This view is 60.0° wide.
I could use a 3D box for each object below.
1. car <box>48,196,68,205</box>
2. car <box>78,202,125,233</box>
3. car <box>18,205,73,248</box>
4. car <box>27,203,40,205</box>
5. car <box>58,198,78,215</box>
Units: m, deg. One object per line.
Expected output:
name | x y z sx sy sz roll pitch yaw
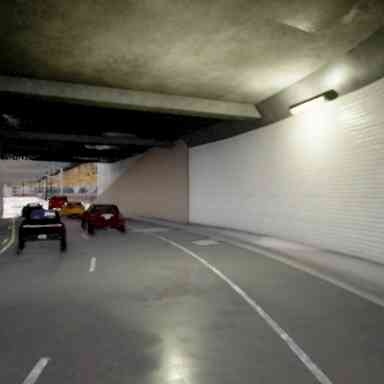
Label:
car | -17.667 1.491 44.149 2.150 2.045 5.566 0 0 -28
car | -5.686 1.472 20.904 2.097 1.767 4.553 0 0 -24
car | -6.943 1.589 15.586 2.128 1.511 4.902 0 0 -23
car | -15.889 1.775 33.358 1.994 1.385 4.181 0 0 -28
car | -11.922 1.676 33.358 1.882 1.535 5.008 0 0 -28
